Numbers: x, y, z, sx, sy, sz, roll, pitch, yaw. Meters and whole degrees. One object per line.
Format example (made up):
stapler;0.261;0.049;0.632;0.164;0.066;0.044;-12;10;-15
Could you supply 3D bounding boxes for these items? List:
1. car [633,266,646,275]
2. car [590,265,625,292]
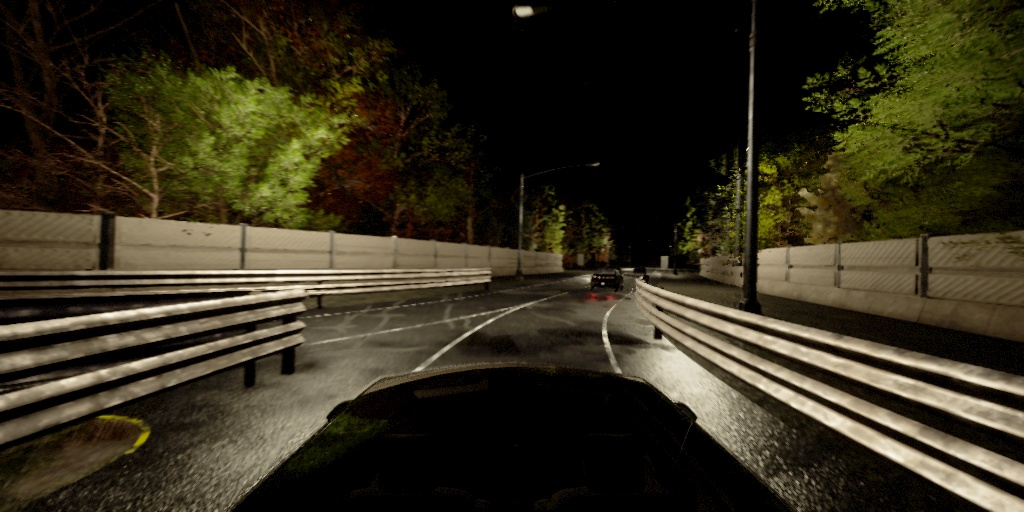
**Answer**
car;21.937;2.387;61.471;1.882;1.535;5.008;1;0;23
car;6.833;1.653;25.526;2.128;1.511;4.902;1;-1;23
